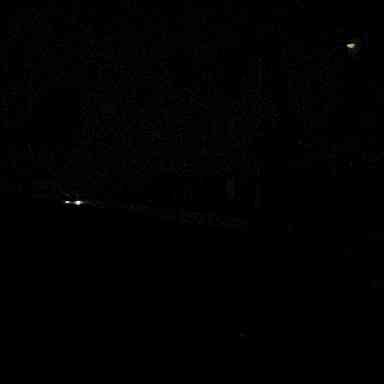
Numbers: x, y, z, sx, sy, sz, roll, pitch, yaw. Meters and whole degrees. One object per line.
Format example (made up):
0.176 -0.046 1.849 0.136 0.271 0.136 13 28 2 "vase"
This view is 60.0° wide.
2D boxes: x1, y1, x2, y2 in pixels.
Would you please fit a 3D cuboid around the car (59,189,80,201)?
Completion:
-18.520 0.393 50.107 2.097 1.767 4.553 1 1 -35 "car"
